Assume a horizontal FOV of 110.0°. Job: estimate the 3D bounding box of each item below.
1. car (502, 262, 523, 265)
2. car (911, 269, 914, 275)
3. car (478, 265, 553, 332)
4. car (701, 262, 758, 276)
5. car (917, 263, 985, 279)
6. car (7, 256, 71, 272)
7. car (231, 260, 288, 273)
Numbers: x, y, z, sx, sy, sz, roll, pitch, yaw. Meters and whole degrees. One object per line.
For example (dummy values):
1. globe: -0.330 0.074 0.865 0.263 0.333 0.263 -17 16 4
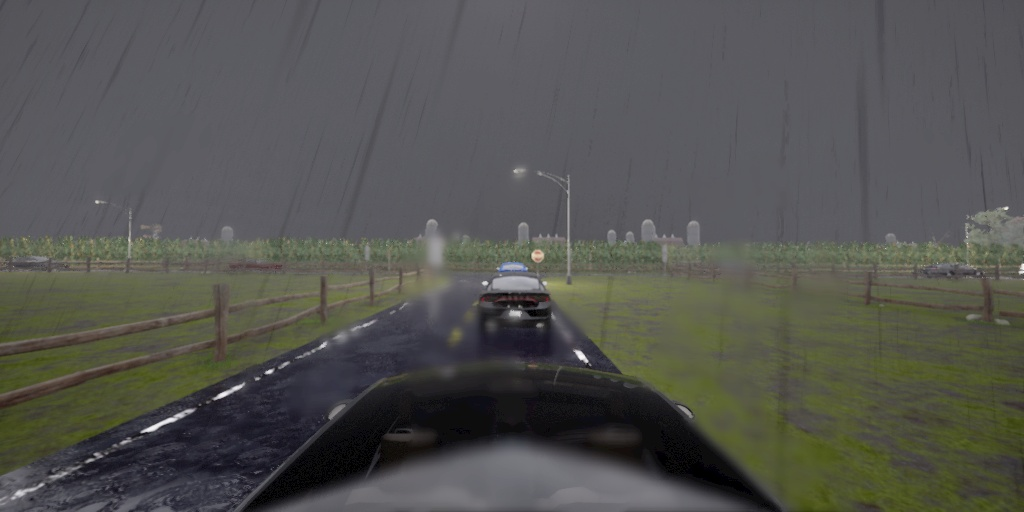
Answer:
1. car: 0.041 1.148 22.994 1.882 1.535 5.008 0 0 -1
2. car: 45.900 1.588 38.683 4.181 1.385 1.994 1 -1 1
3. car: 0.087 1.194 10.808 1.882 1.535 5.008 0 0 0
4. car: 23.490 1.378 38.842 5.357 1.411 2.033 0 -1 0
5. car: 44.084 1.463 35.861 4.902 1.511 2.128 1 -1 0
6. car: -47.769 0.799 36.238 4.892 1.490 1.837 0 -1 1
7. car: -25.281 1.031 36.085 4.718 1.301 1.895 0 -1 0
